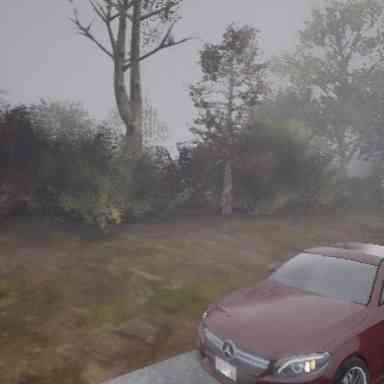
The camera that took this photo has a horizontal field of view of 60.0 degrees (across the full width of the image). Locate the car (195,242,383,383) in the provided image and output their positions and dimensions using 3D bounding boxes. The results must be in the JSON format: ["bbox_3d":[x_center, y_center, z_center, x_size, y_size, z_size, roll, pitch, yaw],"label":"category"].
[{"bbox_3d":[2.206,1.521,4.755,4.674,1.442,1.812,0,1,-37],"label":"car"}]
